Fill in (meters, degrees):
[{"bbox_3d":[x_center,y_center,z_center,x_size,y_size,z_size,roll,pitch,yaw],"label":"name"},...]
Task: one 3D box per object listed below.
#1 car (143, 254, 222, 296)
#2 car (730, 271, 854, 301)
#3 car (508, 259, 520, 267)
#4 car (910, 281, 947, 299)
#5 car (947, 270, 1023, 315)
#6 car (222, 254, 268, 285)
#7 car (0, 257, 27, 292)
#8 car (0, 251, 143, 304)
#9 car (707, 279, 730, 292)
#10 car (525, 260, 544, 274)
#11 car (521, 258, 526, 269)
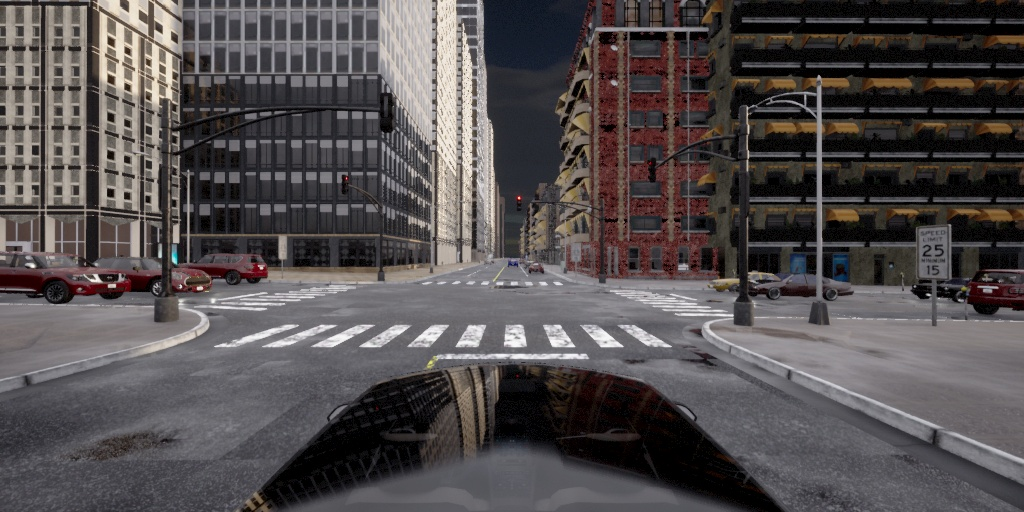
[{"bbox_3d":[-16.268,0.825,16.074,4.553,1.767,2.097,1,0,-2],"label":"car"},{"bbox_3d":[15.259,1.610,19.468,5.357,1.411,2.033,1,0,0],"label":"car"},{"bbox_3d":[0.191,1.252,65.122,1.882,1.535,5.008,0,0,0],"label":"car"},{"bbox_3d":[24.889,1.839,19.539,4.718,1.301,1.895,1,0,-1],"label":"car"},{"bbox_3d":[20.616,1.461,13.750,5.009,1.841,2.192,0,0,0],"label":"car"},{"bbox_3d":[-17.681,0.776,21.819,5.009,1.841,2.192,0,0,0],"label":"car"},{"bbox_3d":[-25.382,0.780,15.970,5.008,1.535,1.882,1,0,0],"label":"car"},{"bbox_3d":[-17.558,0.757,13.439,5.009,1.841,2.192,0,0,0],"label":"car"},{"bbox_3d":[14.660,1.587,22.055,4.829,1.417,1.751,0,0,0],"label":"car"},{"bbox_3d":[2.798,1.341,41.769,1.802,1.307,4.207,0,0,0],"label":"car"},{"bbox_3d":[2.766,1.317,54.686,2.007,1.370,4.403,0,0,0],"label":"car"}]
